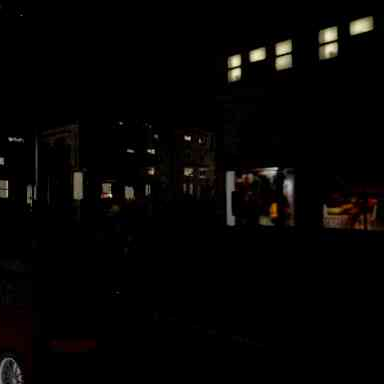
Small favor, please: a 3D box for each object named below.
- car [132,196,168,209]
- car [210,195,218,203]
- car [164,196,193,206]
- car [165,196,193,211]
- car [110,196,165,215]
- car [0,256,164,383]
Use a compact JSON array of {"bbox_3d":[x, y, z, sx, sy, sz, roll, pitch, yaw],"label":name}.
[{"bbox_3d":[-5.208,1.239,41.962,1.752,1.417,4.829,0,0,36],"label":"car"},{"bbox_3d":[4.660,1.138,55.522,1.802,1.307,4.206,0,0,36],"label":"car"},{"bbox_3d":[-1.852,1.242,46.574,1.802,1.307,4.206,0,0,36],"label":"car"},{"bbox_3d":[-1.590,1.182,32.694,2.008,1.369,4.403,0,0,36],"label":"car"},{"bbox_3d":[-4.746,1.208,28.358,1.752,1.417,4.829,0,0,36],"label":"car"},{"bbox_3d":[-2.279,1.576,4.667,4.206,1.307,1.802,0,-1,36],"label":"car"}]
